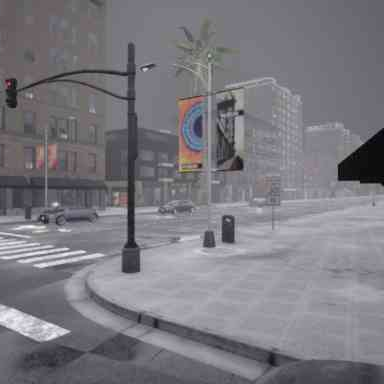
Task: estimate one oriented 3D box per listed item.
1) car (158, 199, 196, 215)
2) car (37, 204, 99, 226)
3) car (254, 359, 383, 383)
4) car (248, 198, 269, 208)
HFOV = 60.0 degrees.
[{"bbox_3d":[-1.488,1.536,34.244,1.837,1.490,4.892,0,1,35],"label":"car"},{"bbox_3d":[-8.810,1.575,23.852,1.994,1.385,4.181,0,0,35],"label":"car"},{"bbox_3d":[2.141,1.551,1.323,4.403,1.369,2.008,0,0,35],"label":"car"},{"bbox_3d":[10.280,1.606,50.815,1.812,1.442,4.674,0,0,36],"label":"car"}]
